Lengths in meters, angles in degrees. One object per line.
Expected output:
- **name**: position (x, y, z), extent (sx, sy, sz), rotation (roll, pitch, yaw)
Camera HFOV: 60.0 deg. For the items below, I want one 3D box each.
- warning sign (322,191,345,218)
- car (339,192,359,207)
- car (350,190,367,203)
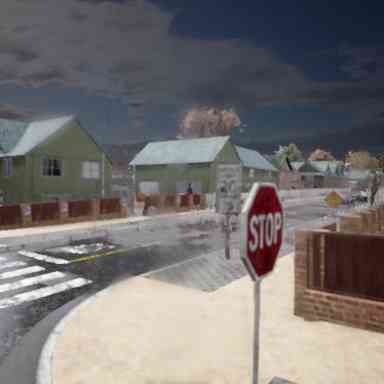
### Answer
- **warning sign**: position (9.960, 0.829, 23.375), extent (1.300, 1.860, 1.060), rotation (0, 0, 35)
- **car**: position (17.522, 0.979, 38.457), extent (1.895, 1.301, 4.718), rotation (1, 2, 35)
- **car**: position (23.065, 0.562, 46.449), extent (2.097, 1.767, 4.553), rotation (1, 2, 35)
